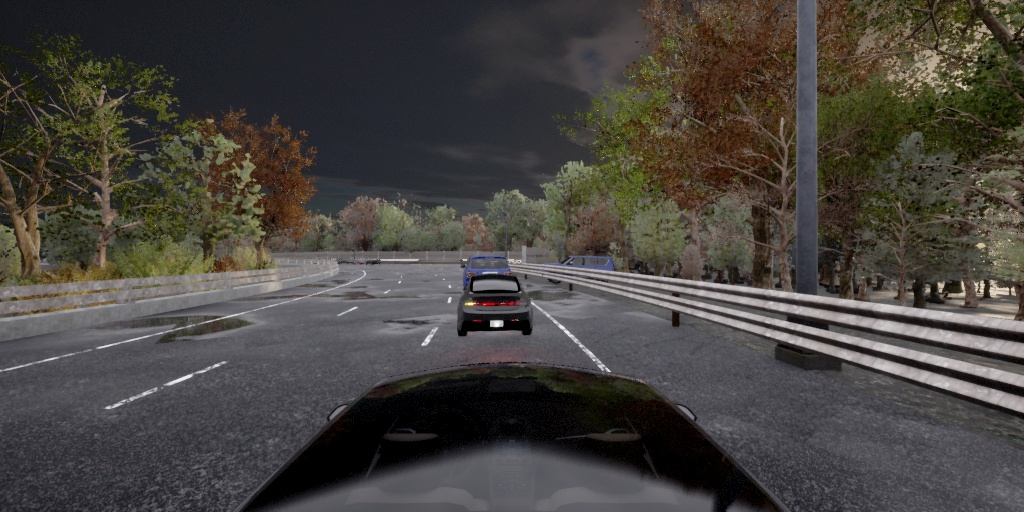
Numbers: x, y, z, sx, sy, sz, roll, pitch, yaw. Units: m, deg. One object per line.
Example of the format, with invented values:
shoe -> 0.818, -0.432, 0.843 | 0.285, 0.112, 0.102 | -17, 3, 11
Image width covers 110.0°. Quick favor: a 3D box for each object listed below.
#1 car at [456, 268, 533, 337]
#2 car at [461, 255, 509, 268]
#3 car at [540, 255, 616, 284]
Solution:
car -> -0.554, 1.255, 10.372 | 1.837, 1.490, 4.892 | 0, 0, -5
car -> -1.326, 0.971, 17.850 | 2.150, 2.045, 5.566 | 0, 0, -9
car -> 4.815, 0.967, 26.167 | 5.566, 2.045, 2.150 | 3, 1, -5
